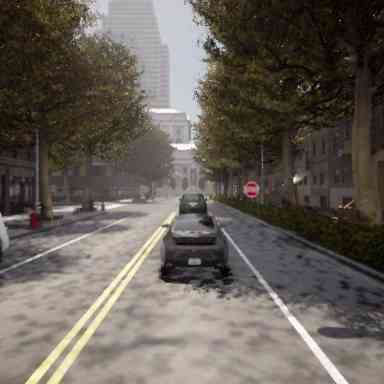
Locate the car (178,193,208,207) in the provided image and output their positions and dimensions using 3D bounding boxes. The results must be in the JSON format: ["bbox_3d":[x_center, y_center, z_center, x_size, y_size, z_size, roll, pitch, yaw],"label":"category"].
[{"bbox_3d":[0.082,1.092,26.956,2.150,2.045,5.566,0,0,0],"label":"car"}]

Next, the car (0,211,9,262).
[{"bbox_3d":[-6.553,1.191,7.693,2.435,2.045,5.566,0,0,0],"label":"car"}]

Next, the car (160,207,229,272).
[{"bbox_3d":[0.078,1.454,10.576,1.837,1.490,4.892,0,0,0],"label":"car"}]
